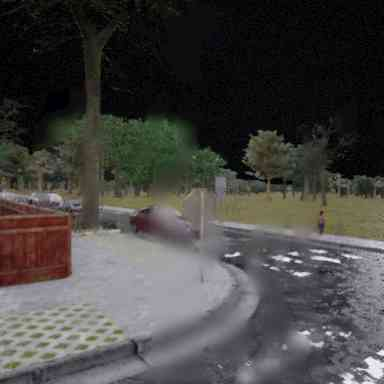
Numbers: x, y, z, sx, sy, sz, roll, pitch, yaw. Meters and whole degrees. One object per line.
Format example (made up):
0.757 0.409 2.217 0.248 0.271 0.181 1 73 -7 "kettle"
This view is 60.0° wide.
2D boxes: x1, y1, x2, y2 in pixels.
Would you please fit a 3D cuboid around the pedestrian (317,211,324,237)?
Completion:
6.154 1.172 15.887 0.375 1.860 0.375 2 -1 -36 "pedestrian"

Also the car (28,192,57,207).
-17.720 0.828 38.941 2.097 1.767 4.553 1 1 -35 "car"

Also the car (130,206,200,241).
-1.506 1.434 16.473 1.812 1.442 4.674 1 1 -36 "car"

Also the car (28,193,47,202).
-25.292 0.828 54.371 1.895 1.301 4.718 1 1 -36 "car"

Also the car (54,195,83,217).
-9.508 1.244 27.544 2.033 1.411 5.357 1 1 -36 "car"
